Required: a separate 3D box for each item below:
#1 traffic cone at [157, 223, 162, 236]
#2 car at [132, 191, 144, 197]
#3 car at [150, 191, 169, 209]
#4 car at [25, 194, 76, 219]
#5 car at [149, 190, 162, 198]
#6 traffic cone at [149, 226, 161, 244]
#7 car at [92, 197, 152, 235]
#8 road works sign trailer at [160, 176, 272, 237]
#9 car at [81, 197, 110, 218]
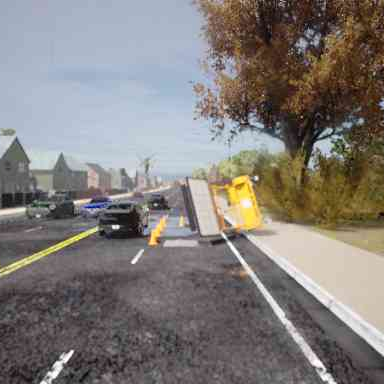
[{"bbox_3d":[-1.545,1.708,15.118,0.340,0.580,0.340,0,1,-1],"label":"traffic cone"},{"bbox_3d":[-10.489,0.456,64.976,1.994,1.385,4.181,0,1,0],"label":"car"},{"bbox_3d":[-3.527,0.931,34.651,1.837,1.490,4.892,0,1,-1],"label":"car"},{"bbox_3d":[-10.112,0.958,24.059,2.097,1.767,4.553,0,1,-1],"label":"car"},{"bbox_3d":[-7.234,0.425,65.886,2.033,1.411,5.357,0,1,0],"label":"car"},{"bbox_3d":[-1.523,1.740,13.118,0.340,0.580,0.340,0,1,-1],"label":"traffic cone"},{"bbox_3d":[-3.334,1.229,16.819,1.837,1.490,4.892,0,1,-1],"label":"car"},{"bbox_3d":[0.961,0.699,13.942,2.880,2.380,3.560,-25,-19,36],"label":"road works sign trailer"},{"bbox_3d":[-6.874,1.113,25.159,1.812,1.442,4.674,0,1,-1],"label":"car"}]
